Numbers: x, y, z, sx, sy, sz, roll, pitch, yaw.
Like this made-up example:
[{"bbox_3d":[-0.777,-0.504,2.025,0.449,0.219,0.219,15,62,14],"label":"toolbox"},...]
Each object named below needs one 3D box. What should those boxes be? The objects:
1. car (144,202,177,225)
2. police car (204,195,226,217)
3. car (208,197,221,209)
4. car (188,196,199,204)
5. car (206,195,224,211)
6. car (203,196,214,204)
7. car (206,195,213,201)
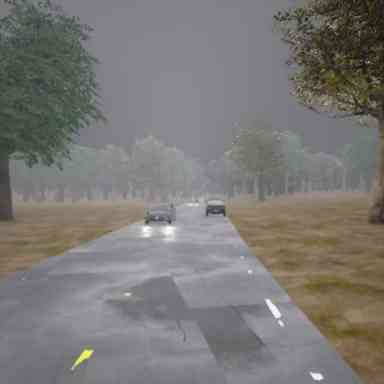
[{"bbox_3d":[-2.205,1.496,24.380,1.837,1.490,4.892,0,0,3],"label":"car"},{"bbox_3d":[2.253,1.423,31.995,1.930,1.638,5.238,0,0,3],"label":"police car"},{"bbox_3d":[3.203,1.507,47.858,1.837,1.490,4.892,0,0,3],"label":"car"},{"bbox_3d":[0.361,1.511,65.781,2.128,1.511,4.902,0,0,4],"label":"car"},{"bbox_3d":[2.842,1.350,41.840,2.097,1.767,4.553,0,0,3],"label":"car"},{"bbox_3d":[3.303,1.504,65.974,2.128,1.511,4.902,0,0,3],"label":"car"},{"bbox_3d":[4.560,1.515,86.552,1.895,1.301,4.718,0,0,3],"label":"car"}]
